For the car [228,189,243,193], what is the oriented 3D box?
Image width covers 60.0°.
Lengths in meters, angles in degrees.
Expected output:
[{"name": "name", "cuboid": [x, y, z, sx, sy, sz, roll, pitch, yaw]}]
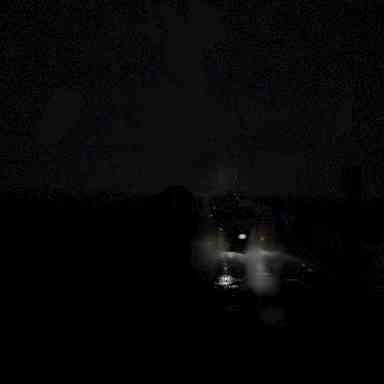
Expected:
[{"name": "car", "cuboid": [6.346, 0.456, 47.518, 1.837, 1.490, 4.892, -2, 1, 3]}]

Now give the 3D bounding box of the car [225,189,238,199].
[{"name": "car", "cuboid": [6.806, 0.271, 57.675, 1.837, 1.490, 4.892, -2, 1, 3]}]

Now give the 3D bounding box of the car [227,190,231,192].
[{"name": "car", "cuboid": [2.804, 0.833, 34.237, 1.812, 1.442, 4.674, -2, 1, 3]}]

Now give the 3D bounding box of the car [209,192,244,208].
[{"name": "car", "cuboid": [2.336, 1.015, 24.289, 2.128, 1.511, 4.902, -2, 1, 3]}]

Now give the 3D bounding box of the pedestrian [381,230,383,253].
[{"name": "pedestrian", "cuboid": [5.093, 1.060, 8.480, 0.375, 1.860, 0.375, 0, -1, 3]}]

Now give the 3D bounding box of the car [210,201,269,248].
[{"name": "car", "cuboid": [1.856, 1.326, 13.548, 1.994, 1.385, 4.181, -2, 1, 3]}]
